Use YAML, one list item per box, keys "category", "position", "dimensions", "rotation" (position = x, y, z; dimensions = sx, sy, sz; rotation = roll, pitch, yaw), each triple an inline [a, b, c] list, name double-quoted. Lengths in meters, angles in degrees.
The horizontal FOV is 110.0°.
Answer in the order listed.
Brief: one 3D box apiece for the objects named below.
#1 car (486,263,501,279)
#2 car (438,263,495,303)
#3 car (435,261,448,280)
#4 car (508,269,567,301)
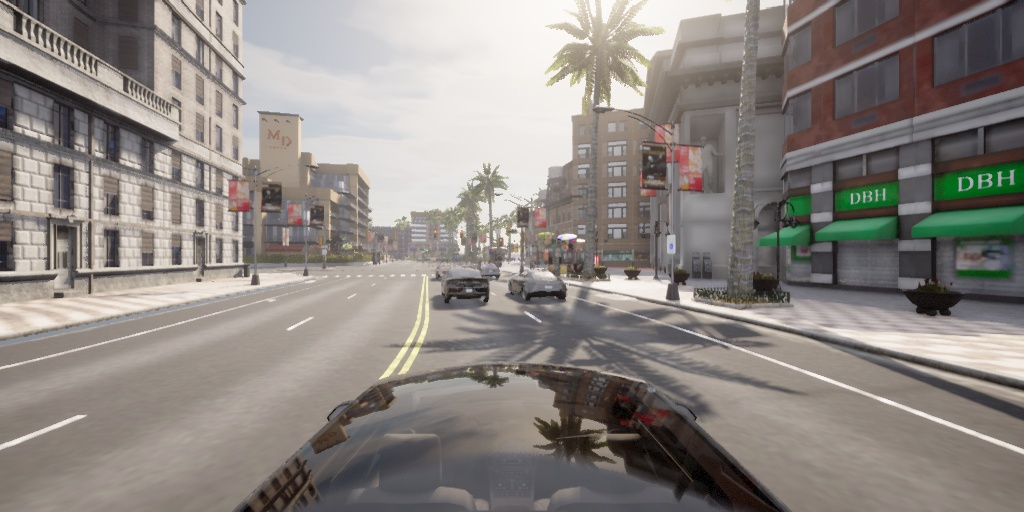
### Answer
- category: "car"
  position: [-2.322, 1.311, 32.094]
  dimensions: [2.033, 1.411, 5.357]
  rotation: [0, 0, -13]
- category: "car"
  position: [-2.277, 1.233, 16.691]
  dimensions: [1.882, 1.535, 5.008]
  rotation: [0, 0, -13]
- category: "car"
  position: [-5.735, 1.364, 31.318]
  dimensions: [1.895, 1.301, 4.718]
  rotation: [0, 0, -13]
- category: "car"
  position: [1.130, 1.321, 17.496]
  dimensions: [1.994, 1.385, 4.181]
  rotation: [0, 0, -13]
